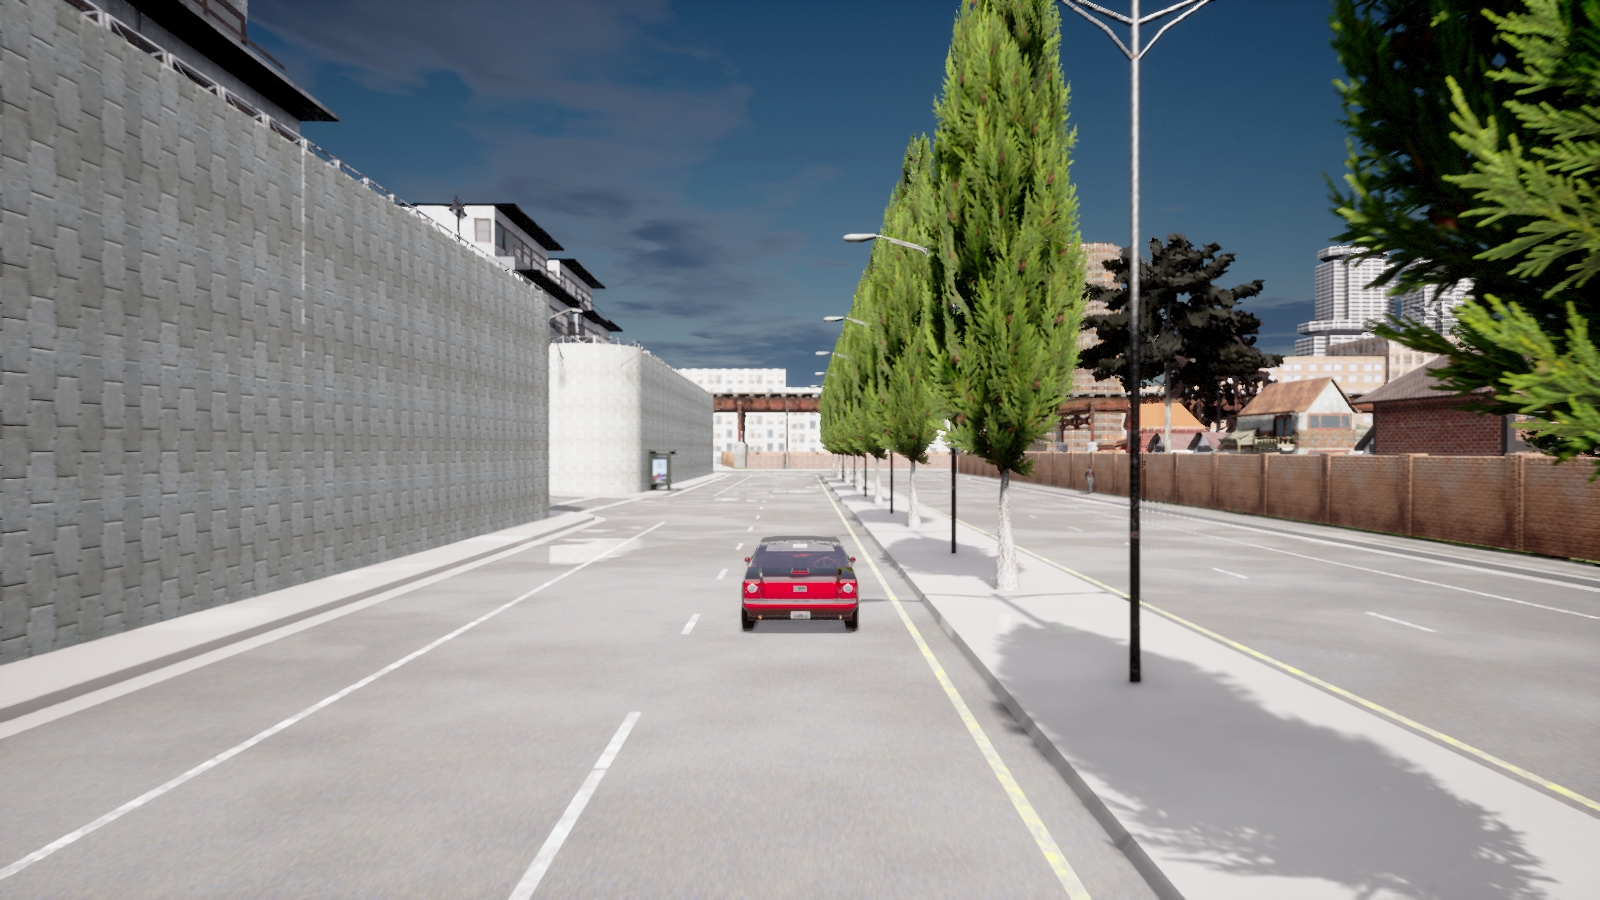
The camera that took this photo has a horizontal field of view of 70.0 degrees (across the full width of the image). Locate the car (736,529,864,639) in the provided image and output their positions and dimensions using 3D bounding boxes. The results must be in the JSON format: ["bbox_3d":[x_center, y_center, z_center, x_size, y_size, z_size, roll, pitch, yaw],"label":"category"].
[{"bbox_3d":[0.002,2.155,19.355,1.895,1.301,4.718,0,0,0],"label":"car"}]

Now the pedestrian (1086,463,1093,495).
[{"bbox_3d":[17.120,1.698,67.570,0.375,1.860,0.375,0,0,1],"label":"pedestrian"}]
